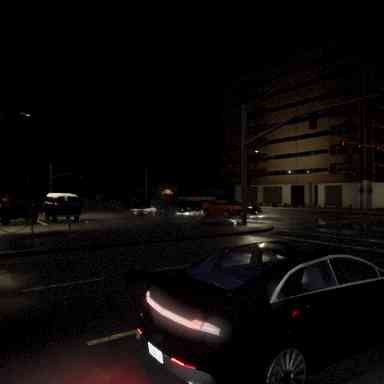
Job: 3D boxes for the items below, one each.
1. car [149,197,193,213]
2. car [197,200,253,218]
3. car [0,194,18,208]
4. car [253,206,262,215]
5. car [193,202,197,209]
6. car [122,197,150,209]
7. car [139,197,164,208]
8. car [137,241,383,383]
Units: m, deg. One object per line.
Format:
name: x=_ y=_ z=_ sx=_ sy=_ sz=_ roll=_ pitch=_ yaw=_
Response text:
car: x=-2.565 y=1.603 z=39.085 sx=2.033 sy=1.411 sz=5.357 roll=0 pitch=0 yaw=-34
car: x=2.966 y=1.533 z=30.973 sx=1.882 sy=1.535 sz=5.008 roll=0 pitch=0 yaw=-34
car: x=-31.378 y=1.209 z=56.581 sx=1.932 sy=1.855 sz=4.605 roll=0 pitch=0 yaw=-34
car: x=4.763 y=1.603 z=34.550 sx=2.033 sy=1.411 sz=5.357 roll=0 pitch=0 yaw=-34
car: x=-0.636 y=1.656 z=42.472 sx=1.895 sy=1.301 sz=4.718 roll=0 pitch=0 yaw=-34
car: x=-8.413 y=1.533 z=47.679 sx=1.882 sy=1.535 sz=5.008 roll=0 pitch=0 yaw=-34
car: x=-6.199 y=1.560 z=50.652 sx=1.837 sy=1.490 sz=4.892 roll=0 pitch=0 yaw=-34
car: x=1.620 y=1.491 z=4.895 sx=4.902 sy=1.511 sz=2.128 roll=0 pitch=0 yaw=-34
